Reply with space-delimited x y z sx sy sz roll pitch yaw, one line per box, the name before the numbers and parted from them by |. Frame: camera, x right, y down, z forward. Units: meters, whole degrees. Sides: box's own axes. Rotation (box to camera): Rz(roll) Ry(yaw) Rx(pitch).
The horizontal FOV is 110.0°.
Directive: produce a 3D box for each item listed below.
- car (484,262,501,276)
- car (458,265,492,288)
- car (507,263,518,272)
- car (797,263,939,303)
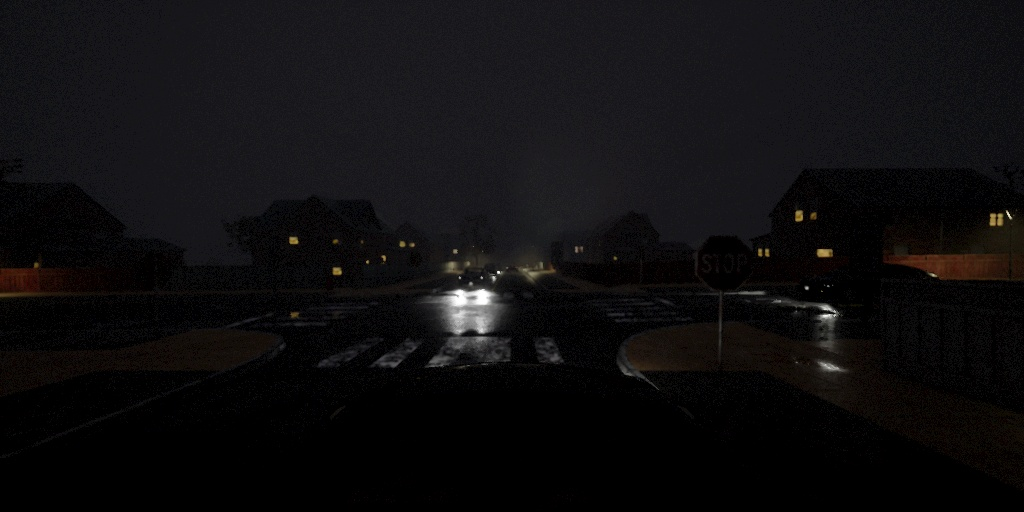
car | -2.742 1.645 43.969 2.033 1.411 5.357 0 -1 0
car | -2.693 1.523 25.681 1.895 1.301 4.718 0 0 0
car | 0.064 1.801 56.628 2.033 1.411 5.357 0 -1 0
car | 14.720 1.054 14.939 4.892 1.490 1.837 -1 1 0
